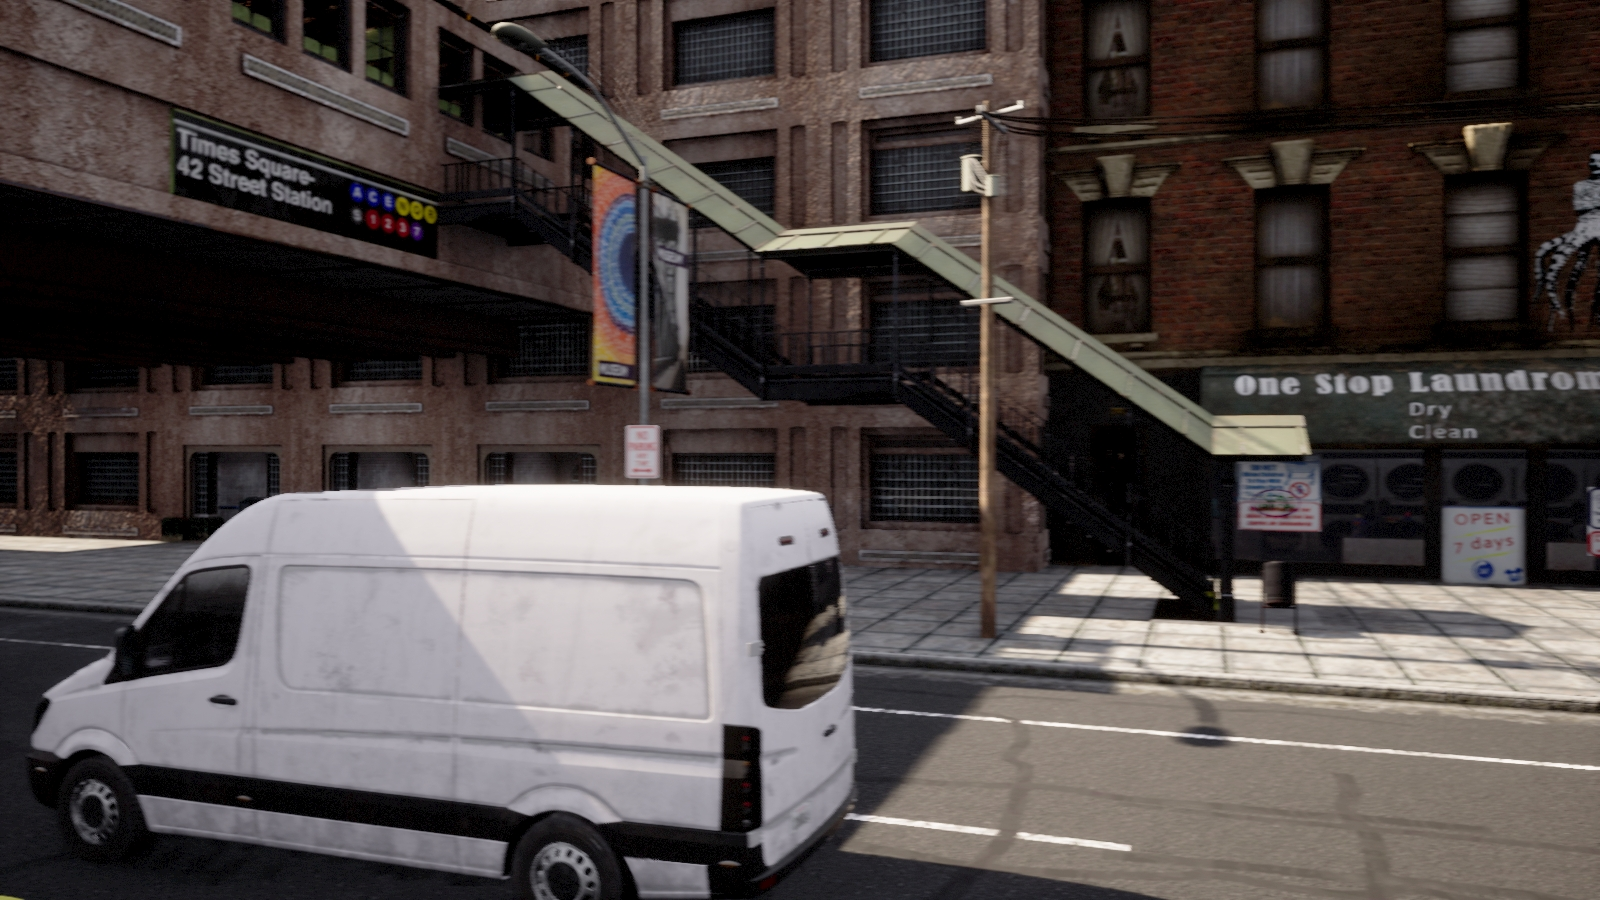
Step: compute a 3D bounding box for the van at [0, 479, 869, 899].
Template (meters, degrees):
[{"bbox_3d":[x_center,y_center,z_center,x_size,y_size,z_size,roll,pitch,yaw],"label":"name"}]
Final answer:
[{"bbox_3d":[-2.639,1.534,7.980,5.915,2.561,1.988,0,0,20],"label":"van"}]
